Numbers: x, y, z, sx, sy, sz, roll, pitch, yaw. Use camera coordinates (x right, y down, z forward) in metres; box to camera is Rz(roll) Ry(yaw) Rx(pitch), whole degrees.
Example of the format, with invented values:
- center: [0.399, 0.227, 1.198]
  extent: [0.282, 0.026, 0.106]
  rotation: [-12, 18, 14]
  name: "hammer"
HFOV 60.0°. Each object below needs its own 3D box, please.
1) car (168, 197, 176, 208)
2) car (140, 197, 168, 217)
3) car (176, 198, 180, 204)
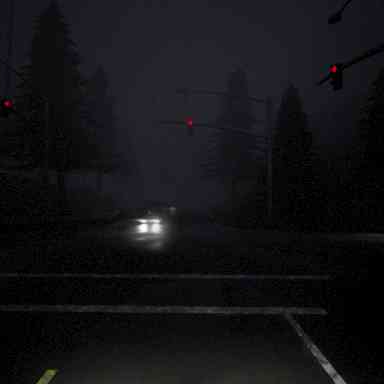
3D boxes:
- center: [-3.687, 1.477, 48.763]
  extent: [1.882, 1.535, 5.008]
  rotation: [0, 0, -3]
  name: "car"
- center: [-3.654, 1.491, 30.819]
  extent: [2.128, 1.511, 4.902]
  rotation: [0, 0, 0]
  name: "car"
- center: [-4.100, 1.563, 61.663]
  extent: [1.994, 1.385, 4.181]
  rotation: [0, 0, -39]
  name: "car"
